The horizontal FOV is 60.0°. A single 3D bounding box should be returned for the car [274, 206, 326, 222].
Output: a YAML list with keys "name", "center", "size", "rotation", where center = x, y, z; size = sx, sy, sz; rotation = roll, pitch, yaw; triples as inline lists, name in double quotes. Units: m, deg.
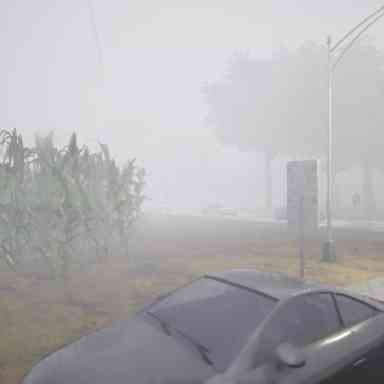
- name: "car"
  center: [8.826, 1.778, 27.577]
  size: [1.994, 1.385, 4.181]
  rotation: [-1, 0, -36]

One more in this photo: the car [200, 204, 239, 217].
- name: "car"
  center: [2.911, 1.929, 35.924]
  size: [1.895, 1.301, 4.718]
  rotation: [-1, 0, -36]

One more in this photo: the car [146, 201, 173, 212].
- name: "car"
  center: [-4.449, 2.002, 46.392]
  size: [1.812, 1.442, 4.674]
  rotation: [-1, 1, -35]

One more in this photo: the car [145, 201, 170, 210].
- name: "car"
  center: [-5.501, 2.112, 52.860]
  size: [1.895, 1.301, 4.718]
  rotation: [-1, 0, -35]

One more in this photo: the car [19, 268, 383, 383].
- name: "car"
  center: [0.521, 1.563, 3.320]
  size: [4.181, 1.385, 1.994]
  rotation: [0, 0, -36]
